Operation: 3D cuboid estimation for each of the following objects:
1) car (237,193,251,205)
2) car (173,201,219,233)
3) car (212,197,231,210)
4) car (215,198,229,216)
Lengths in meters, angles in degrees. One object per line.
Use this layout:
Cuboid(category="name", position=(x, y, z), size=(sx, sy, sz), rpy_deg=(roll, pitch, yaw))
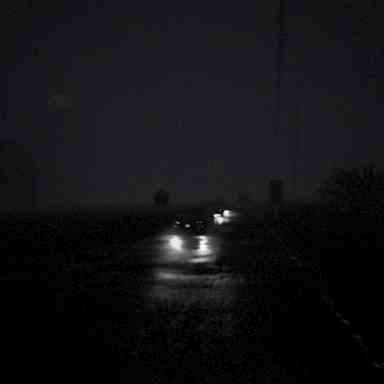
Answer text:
Cuboid(category="car", position=(8.908, 1.150, 57.393), size=(2.150, 2.045, 5.566), rpy_deg=(-1, 0, 8))
Cuboid(category="car", position=(0.231, 1.519, 19.841), size=(1.837, 1.490, 4.892), rpy_deg=(-1, 0, 11))
Cuboid(category="car", position=(3.845, 1.477, 43.155), size=(2.128, 1.511, 4.902), rpy_deg=(-1, 0, 8))
Cuboid(category="car", position=(2.240, 1.544, 32.292), size=(2.033, 1.411, 5.357), rpy_deg=(-1, 0, 8))
